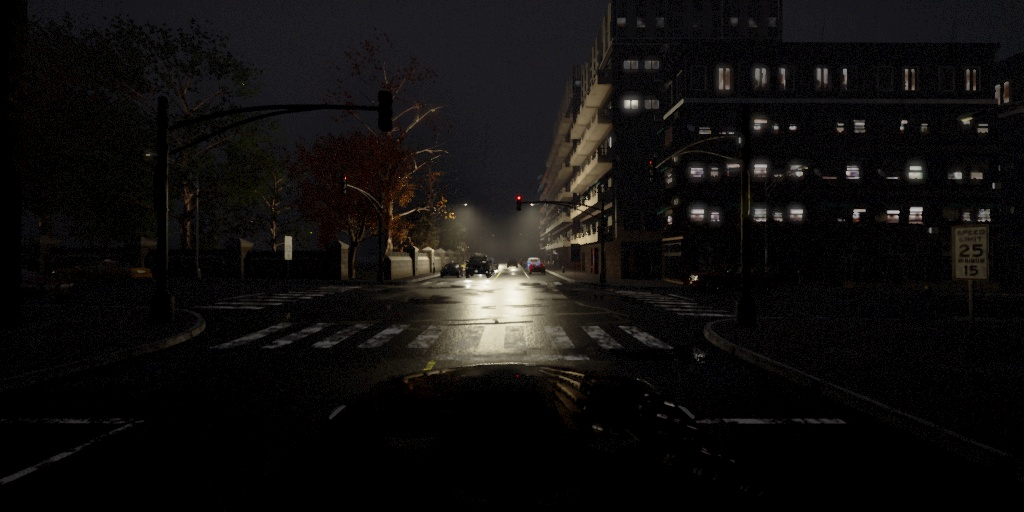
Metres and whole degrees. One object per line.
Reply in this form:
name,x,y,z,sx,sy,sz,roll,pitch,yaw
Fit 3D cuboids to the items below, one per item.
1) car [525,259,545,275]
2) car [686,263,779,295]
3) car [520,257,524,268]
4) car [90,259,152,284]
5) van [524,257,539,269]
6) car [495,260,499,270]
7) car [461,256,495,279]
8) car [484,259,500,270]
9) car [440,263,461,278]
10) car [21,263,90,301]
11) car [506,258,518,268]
car,2.732,1.313,39.936,1.888,1.381,4.507,0,0,0
car,13.471,1.352,21.953,5.009,1.841,2.192,0,0,0
car,2.751,1.228,56.827,1.967,1.591,4.097,0,0,0
car,-24.721,0.882,21.631,4.829,1.417,1.751,0,0,0
van,2.739,1.114,45.566,1.690,1.789,3.998,0,0,0
car,-3.051,1.320,44.500,2.033,1.411,5.357,0,0,0
car,-3.056,0.987,33.609,2.150,2.045,5.566,0,0,1
car,-3.031,1.277,54.954,2.128,1.511,4.902,0,0,0
car,-5.654,1.329,34.315,1.948,1.339,4.313,0,0,0
car,-18.949,1.006,13.299,4.207,1.307,1.802,0,0,0
car,0.066,1.302,62.609,1.837,1.490,4.892,0,0,0
